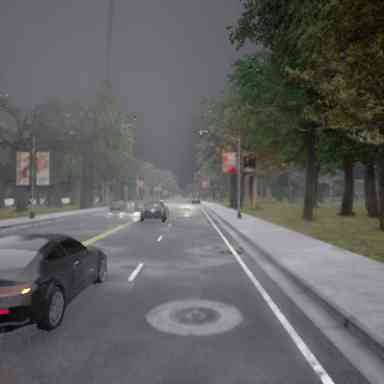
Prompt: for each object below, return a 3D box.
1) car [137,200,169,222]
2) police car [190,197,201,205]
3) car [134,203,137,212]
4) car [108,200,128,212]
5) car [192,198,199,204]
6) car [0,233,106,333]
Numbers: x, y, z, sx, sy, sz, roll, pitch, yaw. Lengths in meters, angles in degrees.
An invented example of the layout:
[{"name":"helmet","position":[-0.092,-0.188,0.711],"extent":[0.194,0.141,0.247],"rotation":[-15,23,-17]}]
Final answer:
[{"name":"car","position":[-3.141,1.569,28.802],"extent":[2.097,1.767,4.553],"rotation":[0,-1,0]},{"name":"police car","position":[0.975,2.148,77.024],"extent":[1.930,1.638,5.238],"rotation":[0,-1,0]},{"name":"car","position":[-6.568,1.857,44.537],"extent":[2.128,1.511,4.902],"rotation":[0,-1,0]},{"name":"car","position":[-9.817,1.870,44.532],"extent":[1.837,1.490,4.892],"rotation":[0,-1,0]},{"name":"car","position":[0.904,2.410,92.932],"extent":[1.882,1.535,5.008],"rotation":[0,-1,0]},{"name":"car","position":[-3.150,1.572,6.830],"extent":[1.812,1.442,4.674],"rotation":[0,0,0]}]
